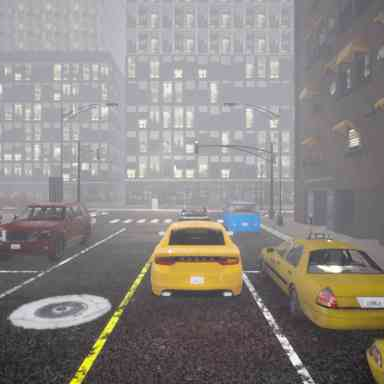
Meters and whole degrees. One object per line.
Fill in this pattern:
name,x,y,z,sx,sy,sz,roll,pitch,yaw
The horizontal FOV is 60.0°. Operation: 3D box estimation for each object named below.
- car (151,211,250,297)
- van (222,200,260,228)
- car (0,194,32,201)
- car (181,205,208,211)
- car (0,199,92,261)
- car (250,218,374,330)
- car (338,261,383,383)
car,0.112,1.479,8.623,1.882,1.535,5.008,0,0,0
van,2.597,1.346,18.122,1.690,1.788,3.998,0,0,0
car,-20.815,1.112,38.136,5.009,1.841,2.192,1,-1,0
car,0.133,1.497,19.095,2.128,1.511,4.902,0,0,0
car,-5.292,1.318,12.495,2.192,1.841,5.009,0,0,0
car,2.579,1.527,7.012,1.752,1.417,4.829,0,0,0
car,2.570,1.525,1.372,1.752,1.417,4.829,0,0,0
